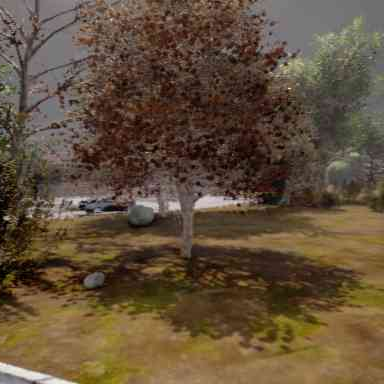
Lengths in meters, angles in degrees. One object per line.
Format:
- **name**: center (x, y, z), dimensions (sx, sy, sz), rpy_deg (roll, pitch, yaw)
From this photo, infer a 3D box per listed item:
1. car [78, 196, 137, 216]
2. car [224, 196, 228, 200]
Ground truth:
- **car**: center (-6.720, 1.063, 27.040), dimensions (4.902, 1.511, 2.128), rpy_deg (-1, 1, -39)
- **car**: center (6.451, 0.511, 55.213), dimensions (2.033, 1.411, 5.357), rpy_deg (-1, 1, -2)
